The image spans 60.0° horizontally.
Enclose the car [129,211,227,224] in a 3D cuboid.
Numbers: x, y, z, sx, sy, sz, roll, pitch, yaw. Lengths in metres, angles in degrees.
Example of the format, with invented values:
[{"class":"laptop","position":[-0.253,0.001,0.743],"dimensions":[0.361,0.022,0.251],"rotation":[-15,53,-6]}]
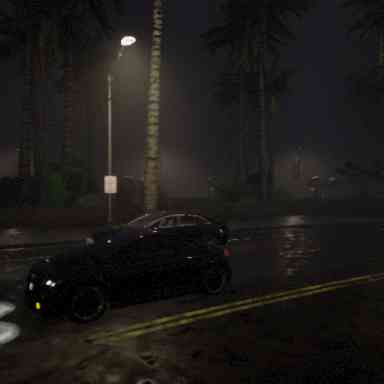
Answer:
[{"class":"car","position":[-0.999,1.411,11.223],"dimensions":[4.902,1.511,2.128],"rotation":[0,0,-30]}]

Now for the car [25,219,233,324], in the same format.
[{"class":"car","position":[-1.186,1.513,7.034],"dimensions":[4.181,1.385,1.994],"rotation":[0,0,-31]}]
